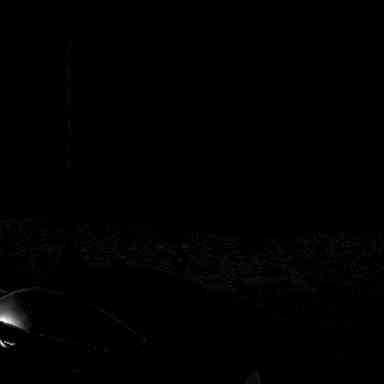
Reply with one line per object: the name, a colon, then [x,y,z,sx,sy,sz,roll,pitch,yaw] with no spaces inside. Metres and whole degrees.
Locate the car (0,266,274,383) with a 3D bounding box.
car: [-1.228,1.565,3.840,4.313,1.339,1.947,0,0,35]
